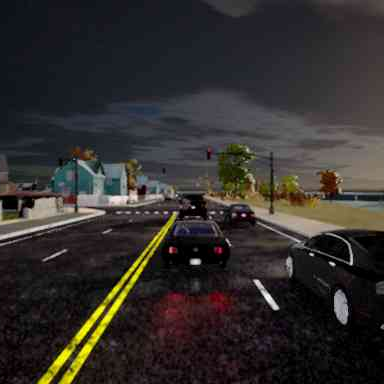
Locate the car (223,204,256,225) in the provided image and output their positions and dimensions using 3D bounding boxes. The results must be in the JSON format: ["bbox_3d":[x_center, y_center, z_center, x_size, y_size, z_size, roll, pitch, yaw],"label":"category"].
[{"bbox_3d":[3.351,1.561,24.074,2.033,1.411,5.357,0,0,0],"label":"car"}]

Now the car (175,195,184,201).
[{"bbox_3d":[-3.248,1.654,88.355,2.128,1.511,4.902,0,0,0],"label":"car"}]

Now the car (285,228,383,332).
[{"bbox_3d":[3.349,1.507,6.836,1.837,1.490,4.892,0,0,0],"label":"car"}]

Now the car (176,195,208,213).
[{"bbox_3d":[0.101,1.238,27.051,2.150,2.045,5.566,0,0,0],"label":"car"}]

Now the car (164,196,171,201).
[{"bbox_3d":[-6.498,1.724,88.324,1.895,1.301,4.718,0,0,0],"label":"car"}]

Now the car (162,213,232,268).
[{"bbox_3d":[0.101,1.606,11.221,1.895,1.301,4.718,0,0,0],"label":"car"}]
